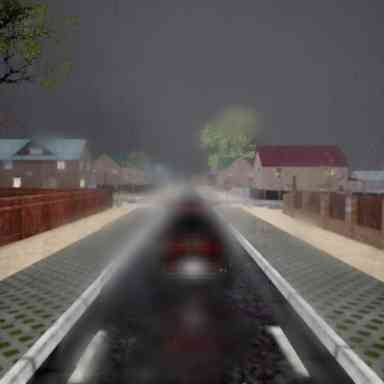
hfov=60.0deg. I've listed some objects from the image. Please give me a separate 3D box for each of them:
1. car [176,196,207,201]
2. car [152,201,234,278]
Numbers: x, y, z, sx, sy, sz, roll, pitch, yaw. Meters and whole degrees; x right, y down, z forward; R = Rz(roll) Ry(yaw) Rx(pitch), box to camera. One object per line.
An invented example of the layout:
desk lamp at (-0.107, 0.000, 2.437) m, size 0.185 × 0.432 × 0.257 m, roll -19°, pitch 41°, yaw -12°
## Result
car at (-0.046, 0.930, 20.426) m, size 1.994 × 1.385 × 4.181 m, roll 0°, pitch 2°, yaw 0°
car at (0.026, 1.216, 9.145) m, size 1.837 × 1.490 × 4.892 m, roll 0°, pitch 2°, yaw 0°
